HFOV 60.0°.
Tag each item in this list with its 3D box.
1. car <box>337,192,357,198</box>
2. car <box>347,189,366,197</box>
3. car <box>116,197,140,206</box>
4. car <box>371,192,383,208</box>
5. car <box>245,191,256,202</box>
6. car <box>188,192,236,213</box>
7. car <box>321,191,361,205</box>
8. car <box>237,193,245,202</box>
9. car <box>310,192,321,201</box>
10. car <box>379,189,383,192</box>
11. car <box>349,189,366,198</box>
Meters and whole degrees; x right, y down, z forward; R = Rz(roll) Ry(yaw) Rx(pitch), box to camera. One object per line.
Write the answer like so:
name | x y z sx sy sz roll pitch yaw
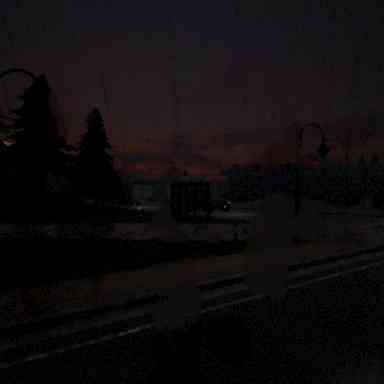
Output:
car | 36.866 0.638 79.343 1.970 1.475 3.806 -1 0 -36
car | 39.925 0.322 80.775 1.905 1.878 3.866 -1 0 -36
car | -9.433 1.425 49.334 1.895 1.301 4.718 -1 0 -36
car | 21.620 1.014 36.352 1.845 1.501 3.633 -1 0 -36
car | 9.012 0.940 59.402 2.152 1.636 5.027 -1 0 -36
car | 1.516 1.030 34.136 2.150 2.045 5.566 -1 1 -36
car | 19.735 0.996 44.123 1.970 1.475 3.806 -1 0 -36
car | 6.489 0.980 57.537 2.007 1.523 4.514 -1 0 -36
car | 23.112 0.815 60.036 1.845 1.501 3.633 -1 0 -36
car | 41.820 0.375 72.461 1.932 1.855 4.605 -1 0 -36
car | 31.270 0.696 65.806 2.007 1.523 4.514 -1 0 -36
